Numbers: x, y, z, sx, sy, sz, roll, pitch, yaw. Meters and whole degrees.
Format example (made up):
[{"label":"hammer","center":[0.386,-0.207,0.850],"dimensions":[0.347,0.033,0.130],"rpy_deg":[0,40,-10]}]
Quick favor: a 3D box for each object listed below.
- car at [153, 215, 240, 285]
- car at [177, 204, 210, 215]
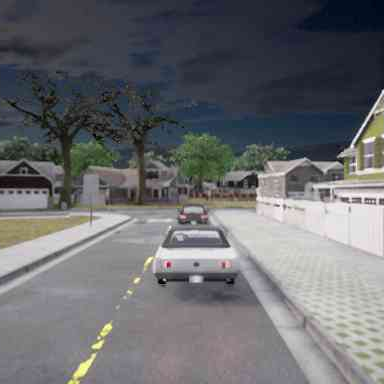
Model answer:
[{"label":"car","center":[0.096,1.559,9.306],"dimensions":[1.895,1.301,4.718],"rpy_deg":[0,0,0]},{"label":"car","center":[0.087,1.439,19.739],"dimensions":[1.812,1.442,4.674],"rpy_deg":[0,0,0]}]
